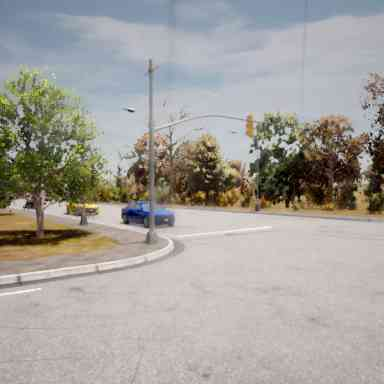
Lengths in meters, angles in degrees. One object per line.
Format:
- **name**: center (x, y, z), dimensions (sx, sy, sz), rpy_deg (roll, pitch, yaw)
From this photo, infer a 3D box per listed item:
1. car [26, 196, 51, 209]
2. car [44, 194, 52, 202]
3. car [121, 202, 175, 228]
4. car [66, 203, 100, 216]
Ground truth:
- **car**: center (-21.324, 1.624, 45.637), dimensions (1.895, 1.301, 4.718), rpy_deg (0, 0, -38)
- **car**: center (-37.718, 1.839, 86.712), dimensions (1.895, 1.301, 4.718), rpy_deg (0, 0, -28)
- **car**: center (-3.002, 1.423, 22.102), dimensions (1.882, 1.535, 5.008), rpy_deg (0, 0, -36)
- **car**: center (-10.528, 1.432, 31.882), dimensions (1.882, 1.535, 5.008), rpy_deg (0, 0, -38)
